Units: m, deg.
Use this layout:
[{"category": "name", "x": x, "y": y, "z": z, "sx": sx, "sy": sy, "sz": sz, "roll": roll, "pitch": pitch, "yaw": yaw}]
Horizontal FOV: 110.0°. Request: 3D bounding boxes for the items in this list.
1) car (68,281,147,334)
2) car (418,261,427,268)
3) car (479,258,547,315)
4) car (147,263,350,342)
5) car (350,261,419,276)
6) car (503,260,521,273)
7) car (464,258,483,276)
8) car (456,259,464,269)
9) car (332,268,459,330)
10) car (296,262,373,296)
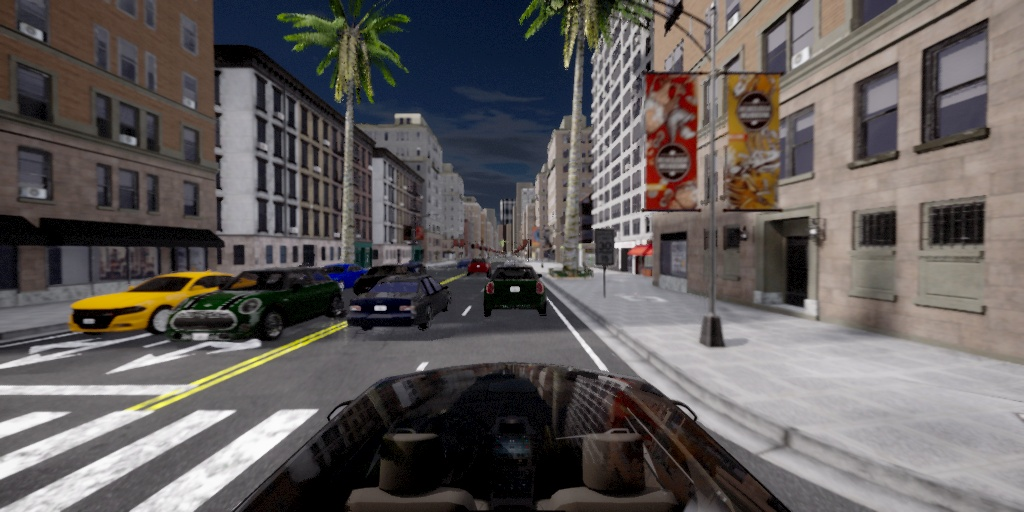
[{"category": "car", "x": -9.855, "y": 1.235, "z": 10.850, "sx": 1.882, "sy": 1.535, "sz": 5.008, "roll": 0, "pitch": 0, "yaw": 0}, {"category": "car", "x": -9.848, "y": 1.199, "z": 35.874, "sx": 1.994, "sy": 1.385, "sz": 4.181, "roll": 0, "pitch": 0, "yaw": 0}, {"category": "car", "x": 0.093, "y": 1.071, "z": 13.479, "sx": 2.097, "sy": 1.767, "sz": 4.553, "roll": 0, "pitch": 0, "yaw": 0}, {"category": "car", "x": -6.600, "y": 1.106, "z": 9.839, "sx": 2.097, "sy": 1.767, "sz": 4.553, "roll": 0, "pitch": 0, "yaw": 0}, {"category": "car", "x": -6.601, "y": 1.214, "z": 18.874, "sx": 1.837, "sy": 1.490, "sz": 4.892, "roll": 0, "pitch": 0, "yaw": 0}, {"category": "car", "x": -0.010, "y": 1.183, "z": 41.639, "sx": 1.895, "sy": 1.301, "sz": 4.718, "roll": 0, "pitch": 0, "yaw": 0}, {"category": "car", "x": -3.165, "y": 0.970, "z": 35.708, "sx": 2.097, "sy": 1.767, "sz": 4.553, "roll": 0, "pitch": 0, "yaw": 0}, {"category": "car", "x": -6.493, "y": 1.108, "z": 49.839, "sx": 2.033, "sy": 1.411, "sz": 5.357, "roll": 0, "pitch": 0, "yaw": 0}, {"category": "car", "x": -3.158, "y": 1.286, "z": 11.099, "sx": 2.033, "sy": 1.411, "sz": 5.357, "roll": 0, "pitch": 0, "yaw": 0}, {"category": "car", "x": -9.850, "y": 1.188, "z": 20.425, "sx": 1.882, "sy": 1.535, "sz": 5.008, "roll": 0, "pitch": 1, "yaw": 0}]
